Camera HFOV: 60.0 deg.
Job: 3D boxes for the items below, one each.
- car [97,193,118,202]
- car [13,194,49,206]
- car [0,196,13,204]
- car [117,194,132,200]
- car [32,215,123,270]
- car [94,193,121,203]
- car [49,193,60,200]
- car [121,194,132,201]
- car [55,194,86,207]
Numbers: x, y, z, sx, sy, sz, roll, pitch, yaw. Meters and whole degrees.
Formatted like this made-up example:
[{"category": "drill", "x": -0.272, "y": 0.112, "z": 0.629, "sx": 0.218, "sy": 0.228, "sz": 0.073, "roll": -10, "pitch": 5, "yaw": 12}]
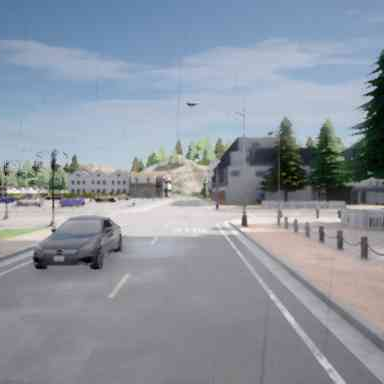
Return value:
[{"category": "car", "x": -17.664, "y": 1.195, "z": 69.725, "sx": 3.866, "sy": 1.878, "sz": 1.905, "roll": 0, "pitch": 0, "yaw": 0}, {"category": "car", "x": -24.808, "y": 1.476, "z": 51.215, "sx": 3.806, "sy": 1.475, "sz": 1.970, "roll": 0, "pitch": 0, "yaw": 0}, {"category": "car", "x": -35.801, "y": 1.429, "z": 63.206, "sx": 3.633, "sy": 1.501, "sz": 1.845, "roll": 0, "pitch": 0, "yaw": 0}, {"category": "car", "x": -17.990, "y": 1.378, "z": 88.937, "sx": 3.806, "sy": 1.475, "sz": 1.970, "roll": 0, "pitch": 0, "yaw": 0}, {"category": "car", "x": -3.574, "y": 1.543, "z": 11.272, "sx": 1.812, "sy": 1.442, "sz": 4.674, "roll": 0, "pitch": 0, "yaw": 0}, {"category": "car", "x": -17.252, "y": 1.211, "z": 66.819, "sx": 4.605, "sy": 1.855, "sz": 1.932, "roll": 0, "pitch": 0, "yaw": 0}, {"category": "car", "x": -35.050, "y": 1.240, "z": 85.656, "sx": 4.605, "sy": 1.855, "sz": 1.932, "roll": 0, "pitch": 0, "yaw": 0}, {"category": "car", "x": -17.666, "y": 1.290, "z": 82.519, "sx": 5.027, "sy": 1.636, "sz": 2.152, "roll": 0, "pitch": 0, "yaw": 0}, {"category": "car", "x": -17.387, "y": 1.461, "z": 48.235, "sx": 3.633, "sy": 1.501, "sz": 1.845, "roll": 0, "pitch": 0, "yaw": 0}]
